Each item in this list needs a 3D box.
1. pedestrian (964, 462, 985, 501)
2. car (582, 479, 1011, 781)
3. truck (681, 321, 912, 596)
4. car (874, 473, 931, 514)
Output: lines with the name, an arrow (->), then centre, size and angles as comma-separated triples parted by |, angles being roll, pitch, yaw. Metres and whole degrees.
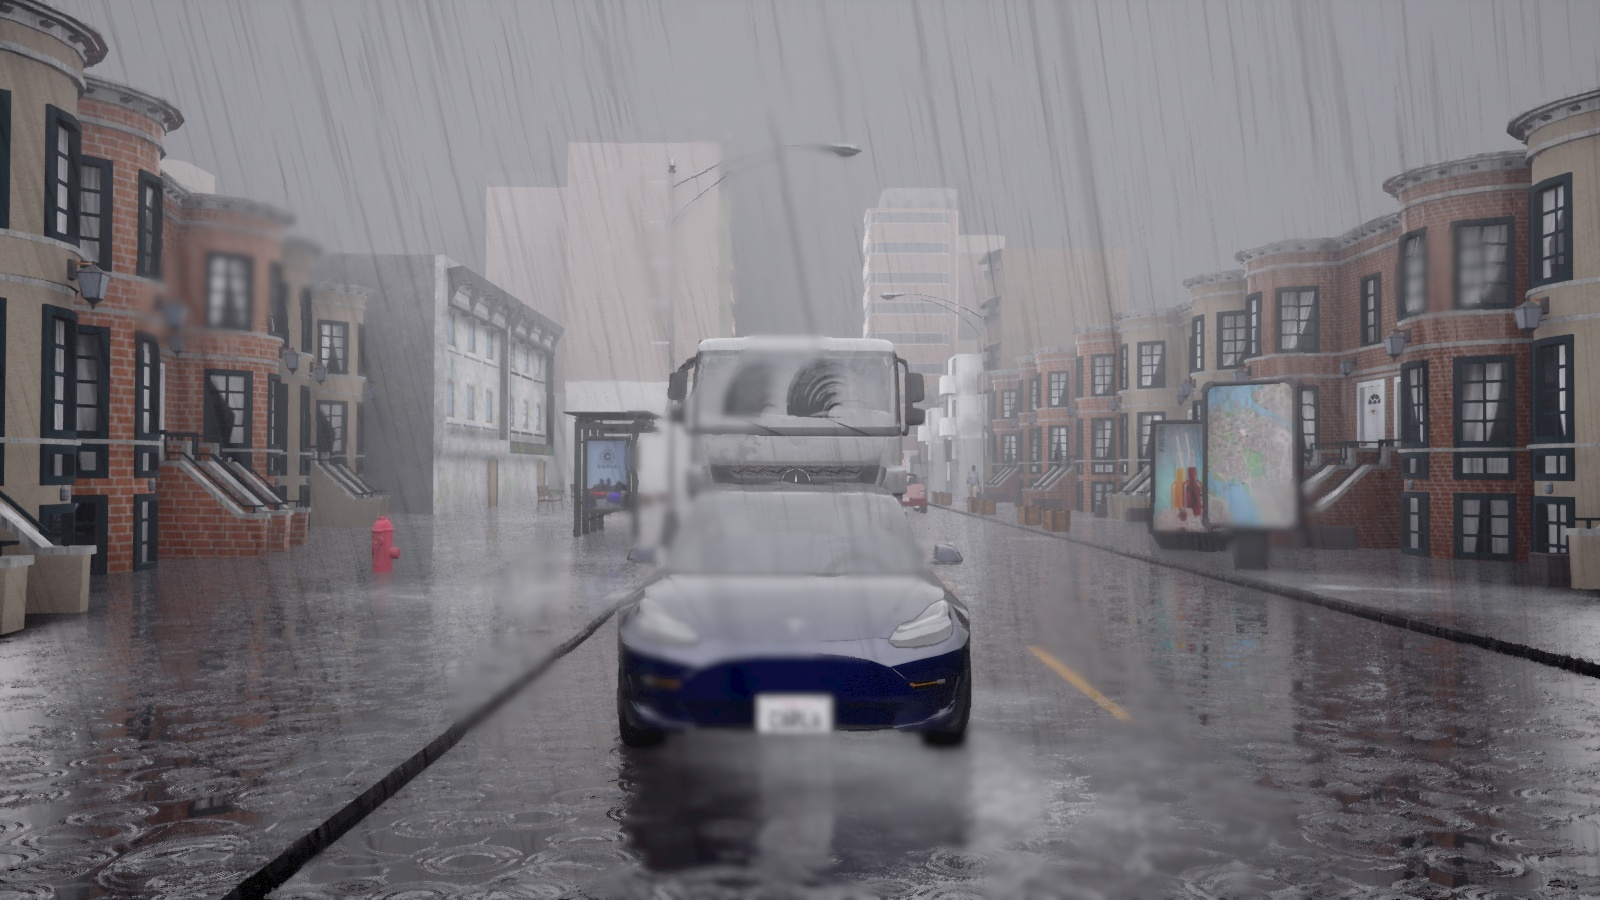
pedestrian -> 8.406, 1.505, 60.583 | 0.874, 1.855, 0.900 | 0, -1, -1
car -> -0.024, 0.961, 8.751 | 2.163, 1.488, 4.792 | 0, -1, 0
truck -> -0.057, 0.165, 19.823 | 2.891, 3.462, 7.936 | 0, -1, 0
car -> 3.871, 1.616, 47.959 | 1.845, 1.501, 3.633 | 0, -1, 0
